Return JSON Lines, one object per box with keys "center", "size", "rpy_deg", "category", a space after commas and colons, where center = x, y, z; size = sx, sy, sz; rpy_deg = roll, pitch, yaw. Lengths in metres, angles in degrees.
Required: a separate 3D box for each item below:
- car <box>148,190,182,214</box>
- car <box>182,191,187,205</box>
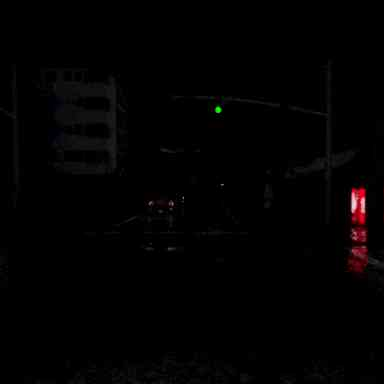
{"center": [-2.304, 0.856, 27.497], "size": [2.097, 1.767, 4.553], "rpy_deg": [0, 1, 3], "category": "car"}
{"center": [-1.740, 0.625, 40.053], "size": [2.097, 1.767, 4.553], "rpy_deg": [0, 1, 3], "category": "car"}
